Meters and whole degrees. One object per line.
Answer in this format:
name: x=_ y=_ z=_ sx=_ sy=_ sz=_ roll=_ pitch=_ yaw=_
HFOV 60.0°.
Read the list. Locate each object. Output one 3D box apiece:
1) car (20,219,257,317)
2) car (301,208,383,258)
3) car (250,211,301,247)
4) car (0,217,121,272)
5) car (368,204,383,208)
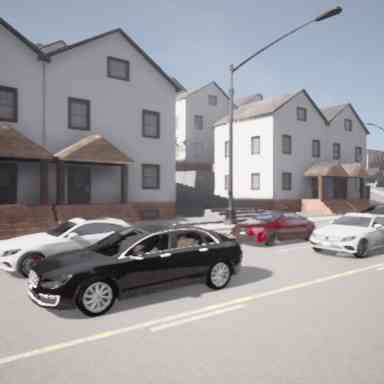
car: x=-0.995 y=1.502 z=7.560 sx=4.892 sy=1.490 sz=1.837 roll=0 pitch=0 yaw=-35
car: x=6.556 y=1.539 z=12.884 sx=4.674 sy=1.442 sz=1.812 roll=0 pitch=0 yaw=-35
car: x=3.802 y=1.572 z=15.222 sx=4.181 sy=1.385 sz=1.994 roll=0 pitch=0 yaw=-34
car: x=-3.330 y=1.517 z=10.196 sx=4.674 sy=1.442 sz=1.812 roll=0 pitch=0 yaw=-35
car: x=12.161 y=1.531 z=21.128 sx=4.892 sy=1.490 sz=1.837 roll=0 pitch=0 yaw=-35
